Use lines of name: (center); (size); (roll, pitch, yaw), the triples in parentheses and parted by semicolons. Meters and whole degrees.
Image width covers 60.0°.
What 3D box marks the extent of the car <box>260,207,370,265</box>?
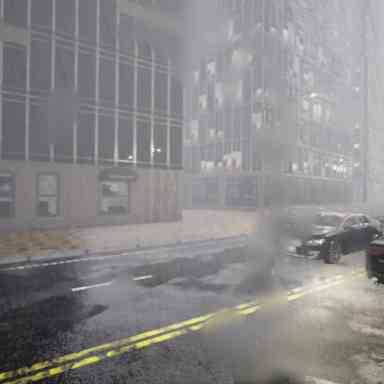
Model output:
car: (4.899, 1.443, 11.610); (4.902, 1.511, 2.128); (0, 0, -38)

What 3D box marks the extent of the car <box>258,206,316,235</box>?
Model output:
car: (5.203, 1.428, 16.013); (4.902, 1.511, 2.128); (0, 0, -39)

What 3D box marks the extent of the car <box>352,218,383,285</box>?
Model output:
car: (6.176, 1.432, 8.218); (5.008, 1.535, 1.882); (0, 0, -38)
